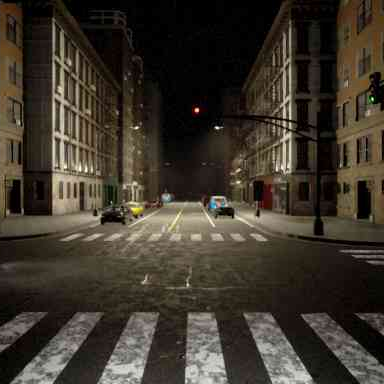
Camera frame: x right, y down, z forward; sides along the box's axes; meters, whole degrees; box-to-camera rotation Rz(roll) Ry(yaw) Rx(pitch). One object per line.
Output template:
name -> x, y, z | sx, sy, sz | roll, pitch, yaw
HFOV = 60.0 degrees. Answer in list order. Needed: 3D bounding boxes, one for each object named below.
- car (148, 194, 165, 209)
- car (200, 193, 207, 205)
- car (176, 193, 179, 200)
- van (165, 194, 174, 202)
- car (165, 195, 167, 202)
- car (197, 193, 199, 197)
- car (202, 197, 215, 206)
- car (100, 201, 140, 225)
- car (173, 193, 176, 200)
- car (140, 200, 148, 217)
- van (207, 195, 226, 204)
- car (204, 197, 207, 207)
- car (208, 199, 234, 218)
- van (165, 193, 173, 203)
car -> -5.279, 1.436, 45.518 | 1.967, 1.590, 4.097 | 0, 0, 0
car -> 2.792, 1.311, 50.902 | 2.192, 1.841, 5.009 | 0, 0, 0
car -> -5.194, 1.545, 88.768 | 2.008, 1.369, 4.403 | 0, 0, 0
van -> -5.215, 1.336, 77.955 | 1.690, 1.788, 3.998 | 0, 0, 0
car -> -5.269, 1.521, 50.754 | 1.752, 1.417, 4.829 | 0, 0, 0
car -> 2.894, 1.540, 83.340 | 1.887, 1.381, 4.507 | 0, 0, 0
car -> 2.809, 1.562, 56.308 | 1.947, 1.339, 4.313 | 0, 0, 0
car -> -5.321, 1.549, 23.893 | 2.008, 1.369, 4.403 | 0, 0, 0
car -> -5.226, 1.310, 72.549 | 2.192, 1.841, 5.009 | 0, 0, 0
car -> -5.311, 1.523, 29.130 | 1.752, 1.417, 4.829 | 0, 0, 0
van -> 2.741, 1.338, 34.684 | 1.690, 1.788, 3.998 | 0, 0, 0
car -> 2.757, 1.579, 40.090 | 1.802, 1.307, 4.206 | 0, 0, 0
car -> 2.723, 1.548, 29.277 | 2.008, 1.369, 4.403 | 0, 0, 0
van -> -5.236, 1.337, 67.142 | 1.690, 1.788, 3.998 | 0, 0, 0
